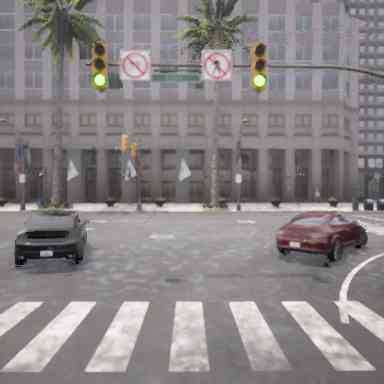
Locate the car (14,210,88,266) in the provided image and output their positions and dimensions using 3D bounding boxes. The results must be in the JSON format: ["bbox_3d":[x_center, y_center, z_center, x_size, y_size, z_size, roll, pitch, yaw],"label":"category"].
[{"bbox_3d":[-4.579,1.362,11.159,1.837,1.490,4.892,1,0,-17],"label":"car"}]

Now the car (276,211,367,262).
[{"bbox_3d":[4.604,1.387,11.667,1.812,1.442,4.674,0,0,41],"label":"car"}]
